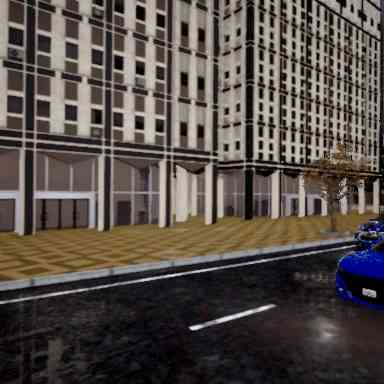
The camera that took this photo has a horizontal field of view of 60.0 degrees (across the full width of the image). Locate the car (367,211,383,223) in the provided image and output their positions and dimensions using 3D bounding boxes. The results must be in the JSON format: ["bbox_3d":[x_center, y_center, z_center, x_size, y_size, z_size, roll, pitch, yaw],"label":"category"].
[{"bbox_3d":[8.922,1.531,14.222,4.553,1.767,2.097,1,0,-36],"label":"car"}]

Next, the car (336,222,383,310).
[{"bbox_3d":[5.212,1.576,7.460,5.008,1.535,1.882,1,-1,-36],"label":"car"}]
